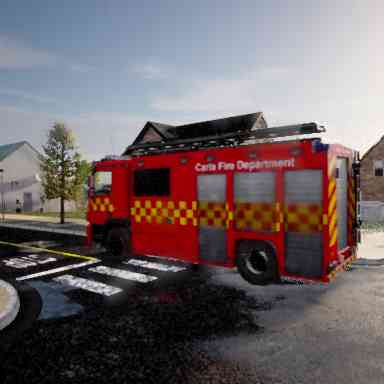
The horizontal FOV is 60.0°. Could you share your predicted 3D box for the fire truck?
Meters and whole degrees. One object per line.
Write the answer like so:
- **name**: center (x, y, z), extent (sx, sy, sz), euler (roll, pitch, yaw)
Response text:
- **fire truck**: center (0.363, 0.327, 10.401), extent (8.468, 3.827, 2.891), euler (0, 2, 37)
